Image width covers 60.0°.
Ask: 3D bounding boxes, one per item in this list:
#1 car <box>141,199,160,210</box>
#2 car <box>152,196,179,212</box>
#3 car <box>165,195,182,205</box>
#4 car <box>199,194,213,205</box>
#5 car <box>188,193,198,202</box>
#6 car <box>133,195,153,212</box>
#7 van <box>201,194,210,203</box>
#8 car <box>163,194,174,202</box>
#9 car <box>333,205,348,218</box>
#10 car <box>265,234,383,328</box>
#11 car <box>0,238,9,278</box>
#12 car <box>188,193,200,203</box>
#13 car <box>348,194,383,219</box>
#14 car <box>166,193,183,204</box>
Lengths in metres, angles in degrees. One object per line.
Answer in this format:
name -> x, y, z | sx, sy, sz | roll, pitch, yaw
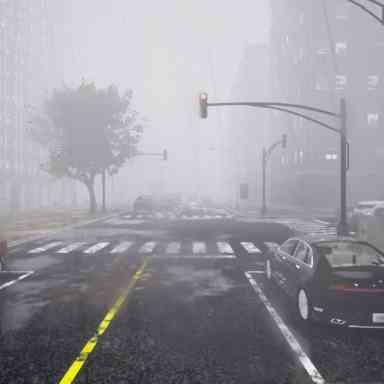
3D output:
car -> -5.568, 1.591, 44.839 | 1.947, 1.339, 4.313 | 0, 0, 0
car -> -2.995, 1.567, 38.600 | 2.033, 1.411, 5.357 | 0, 0, 0
car -> -2.965, 1.577, 49.053 | 2.033, 1.411, 5.357 | 0, 0, 0
car -> 2.859, 1.609, 61.384 | 1.947, 1.339, 4.313 | 0, 0, 0
car -> 0.218, 1.296, 78.855 | 2.150, 2.045, 5.566 | 0, 0, 0
car -> -5.584, 1.335, 39.316 | 2.192, 1.841, 5.009 | 0, 0, 0
van -> 2.889, 1.400, 72.430 | 1.690, 1.788, 3.998 | 0, 0, 0
car -> -5.476, 1.384, 77.976 | 2.192, 1.841, 5.009 | 0, 0, 0
car -> 13.497, 1.349, 26.280 | 4.403, 1.369, 2.008 | -1, 1, 0
car -> 2.707, 1.551, 6.904 | 2.008, 1.369, 4.403 | 0, 0, 0
car -> -5.673, 1.545, 6.928 | 1.887, 1.381, 4.507 | 0, 0, 0
car -> 0.292, 1.405, 68.699 | 2.097, 1.767, 4.553 | 0, 0, 0
car -> 14.617, 1.007, 23.710 | 5.566, 2.045, 2.150 | 0, 0, 0
car -> -2.888, 1.254, 59.706 | 2.150, 2.045, 5.566 | 0, 1, 3
